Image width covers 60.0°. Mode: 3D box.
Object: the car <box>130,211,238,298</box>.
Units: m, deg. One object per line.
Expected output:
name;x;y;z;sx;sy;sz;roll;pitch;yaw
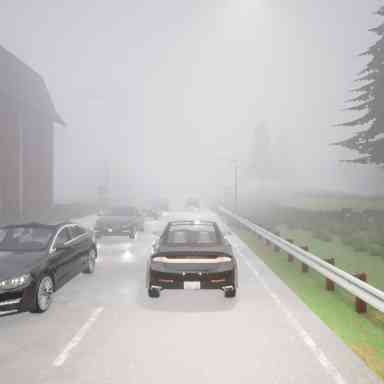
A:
car;0.001;1.464;8.440;2.128;1.511;4.902;0;0;0

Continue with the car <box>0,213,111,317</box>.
car;-3.600;1.464;7.621;2.128;1.511;4.902;0;0;0

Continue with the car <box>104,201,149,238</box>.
car;-3.598;1.442;17.092;1.837;1.490;4.892;0;0;0

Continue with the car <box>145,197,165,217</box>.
car;-3.594;1.424;27.357;1.812;1.442;4.674;0;0;0

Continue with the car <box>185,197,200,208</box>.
car;0.081;1.385;44.236;2.033;1.411;5.357;0;0;0

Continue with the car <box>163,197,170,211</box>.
car;-3.553;1.337;37.845;1.882;1.535;5.008;0;0;0
